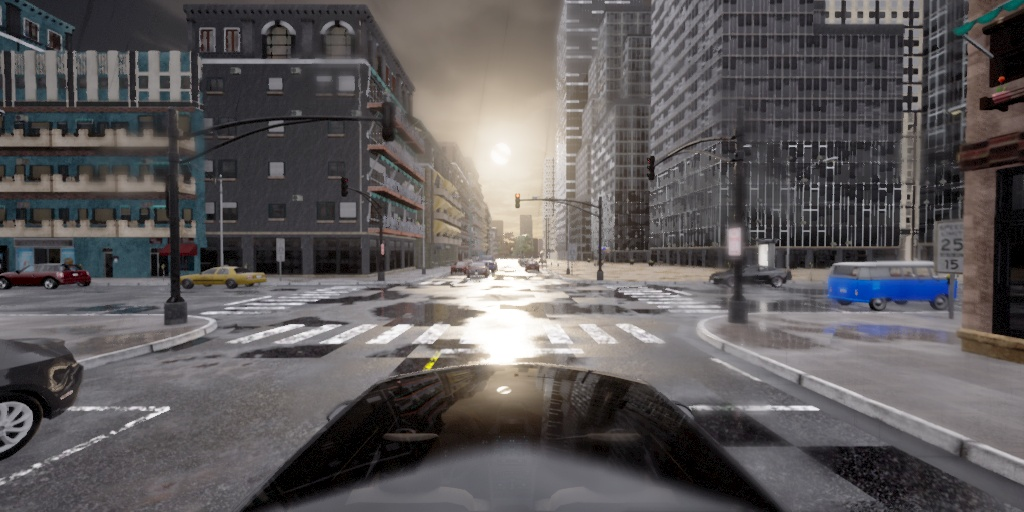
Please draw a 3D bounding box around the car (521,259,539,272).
[{"bbox_3d":[2.553,1.274,45.970,1.888,1.381,4.507,0,0,0],"label":"car"}]

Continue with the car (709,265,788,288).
[{"bbox_3d":[14.628,1.209,22.262,4.313,1.339,1.948,0,0,0],"label":"car"}]

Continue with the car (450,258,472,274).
[{"bbox_3d":[-5.781,1.276,40.244,1.888,1.381,4.507,0,0,0],"label":"car"}]

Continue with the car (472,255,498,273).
[{"bbox_3d":[-3.193,0.951,44.127,2.150,2.045,5.566,0,0,0],"label":"car"}]

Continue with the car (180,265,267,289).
[{"bbox_3d":[-17.930,1.240,22.133,4.829,1.417,1.751,0,0,0],"label":"car"}]

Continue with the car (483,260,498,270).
[{"bbox_3d":[-3.206,1.291,54.101,1.994,1.385,4.181,0,0,0],"label":"car"}]

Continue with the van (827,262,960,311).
[{"bbox_3d":[14.661,1.113,13.882,3.998,1.789,1.690,0,0,0],"label":"van"}]

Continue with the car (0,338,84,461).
[{"bbox_3d":[-5.692,1.300,2.178,2.007,1.370,4.403,0,0,0],"label":"car"}]

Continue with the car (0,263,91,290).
[{"bbox_3d":[-28.828,1.183,22.090,4.097,1.591,1.967,0,0,0],"label":"car"}]

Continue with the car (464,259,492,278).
[{"bbox_3d":[-3.174,1.259,34.221,1.812,1.442,4.674,0,0,0],"label":"car"}]
